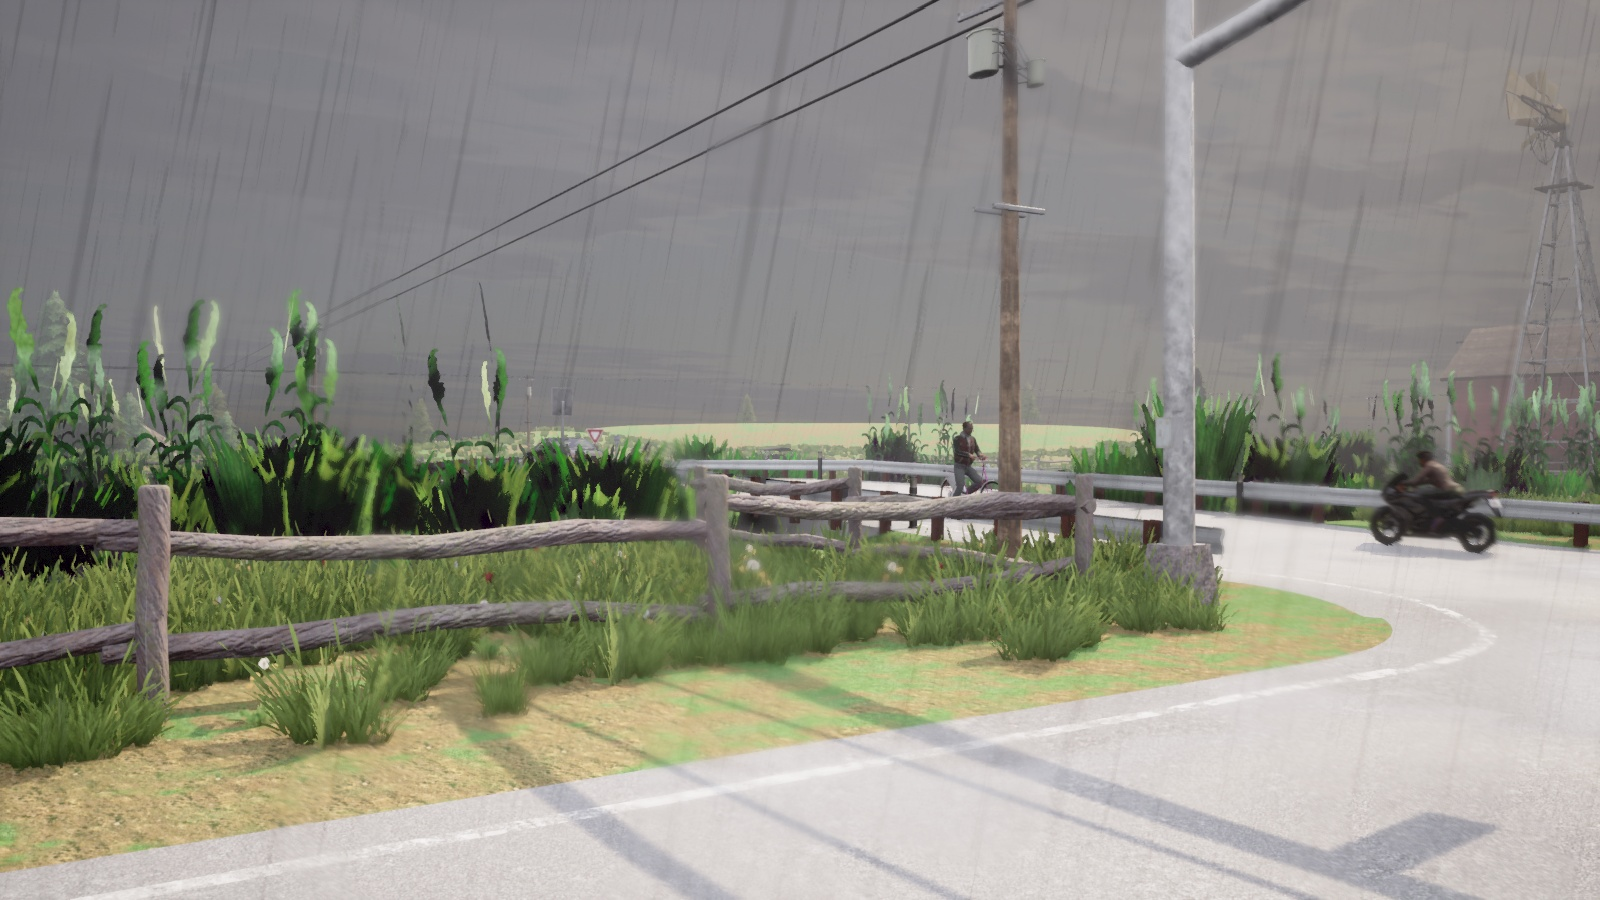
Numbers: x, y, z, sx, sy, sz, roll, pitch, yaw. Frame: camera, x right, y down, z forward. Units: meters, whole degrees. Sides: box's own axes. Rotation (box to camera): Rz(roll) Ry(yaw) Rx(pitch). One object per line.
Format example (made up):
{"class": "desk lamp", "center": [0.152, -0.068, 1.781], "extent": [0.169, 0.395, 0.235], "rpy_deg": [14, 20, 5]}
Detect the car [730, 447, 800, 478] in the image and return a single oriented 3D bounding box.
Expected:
{"class": "car", "center": [-2.134, 0.768, 77.002], "extent": [3.866, 1.878, 1.905], "rpy_deg": [0, 0, -32]}

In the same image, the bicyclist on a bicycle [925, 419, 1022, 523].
{"class": "bicyclist on a bicycle", "center": [3.128, 0.348, 22.816], "extent": [0.659, 1.776, 1.843], "rpy_deg": [0, 2, -32]}

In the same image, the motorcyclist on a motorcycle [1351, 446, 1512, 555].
{"class": "motorcyclist on a motorcycle", "center": [9.614, 0.730, 19.207], "extent": [0.797, 1.523, 2.044], "rpy_deg": [0, 2, -33]}

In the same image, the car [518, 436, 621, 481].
{"class": "car", "center": [-7.519, 0.299, 40.677], "extent": [1.994, 1.385, 4.181], "rpy_deg": [0, -1, -30]}
